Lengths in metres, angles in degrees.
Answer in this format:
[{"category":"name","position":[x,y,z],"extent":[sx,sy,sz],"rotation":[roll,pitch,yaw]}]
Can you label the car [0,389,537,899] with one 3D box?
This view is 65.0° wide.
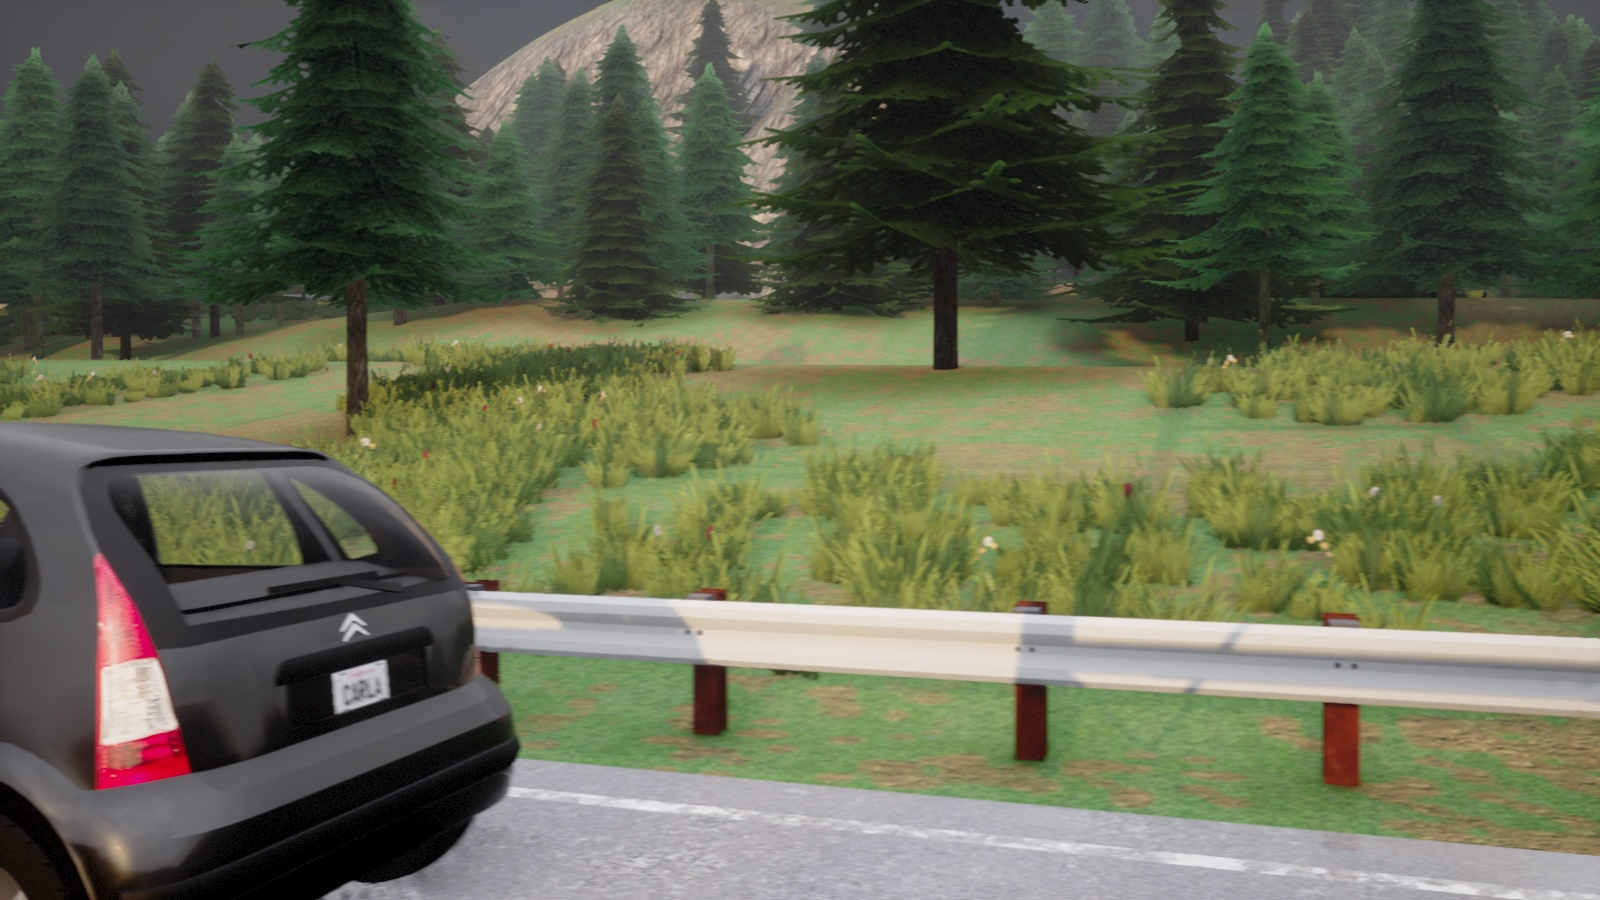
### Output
[{"category":"car","position":[-3.123,0.647,4.242],"extent":[3.988,1.617,1.851],"rotation":[0,1,19]}]
